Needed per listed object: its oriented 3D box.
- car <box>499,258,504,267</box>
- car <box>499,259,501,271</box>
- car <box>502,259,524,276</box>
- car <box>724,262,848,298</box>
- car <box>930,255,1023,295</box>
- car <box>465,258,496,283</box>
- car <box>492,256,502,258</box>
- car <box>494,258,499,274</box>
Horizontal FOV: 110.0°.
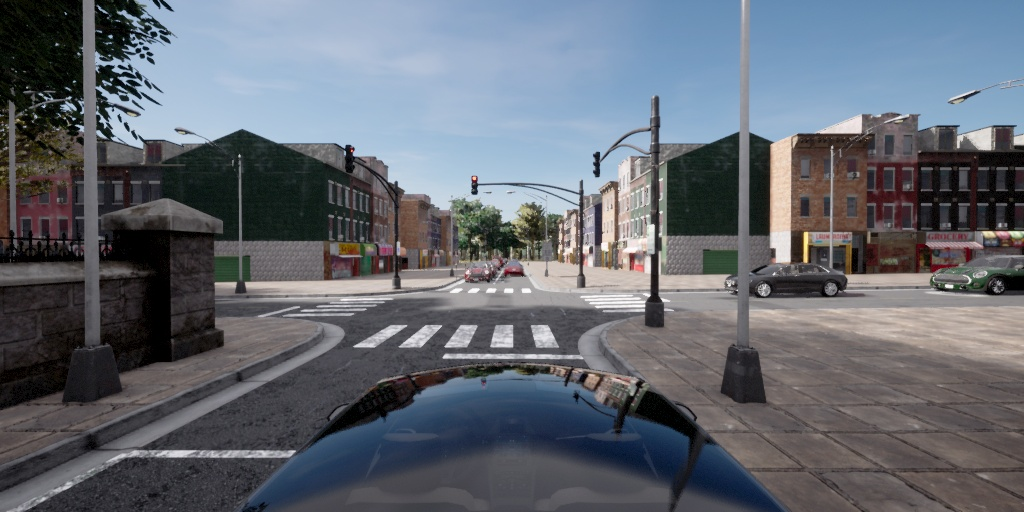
[{"bbox_3d":[-2.483,1.329,49.835,1.888,1.381,4.507,0,0,0],"label":"car"},{"bbox_3d":[-2.519,1.335,38.966,1.948,1.339,4.313,0,0,0],"label":"car"},{"bbox_3d":[0.211,1.332,37.942,1.994,1.385,4.181,0,0,0],"label":"car"},{"bbox_3d":[12.322,1.046,16.316,4.892,1.490,1.837,-1,1,0],"label":"car"},{"bbox_3d":[22.100,0.763,16.280,4.553,1.767,2.097,-1,1,0],"label":"car"},{"bbox_3d":[-2.555,1.199,28.097,1.967,1.591,4.097,0,0,0],"label":"car"},{"bbox_3d":[-2.832,1.259,60.907,1.801,1.575,5.366,0,0,0],"label":"car"},{"bbox_3d":[-2.537,1.204,33.532,1.967,1.591,4.097,0,0,0],"label":"car"}]
